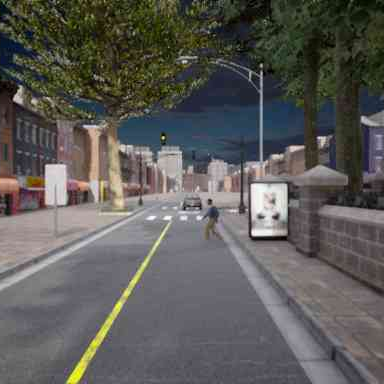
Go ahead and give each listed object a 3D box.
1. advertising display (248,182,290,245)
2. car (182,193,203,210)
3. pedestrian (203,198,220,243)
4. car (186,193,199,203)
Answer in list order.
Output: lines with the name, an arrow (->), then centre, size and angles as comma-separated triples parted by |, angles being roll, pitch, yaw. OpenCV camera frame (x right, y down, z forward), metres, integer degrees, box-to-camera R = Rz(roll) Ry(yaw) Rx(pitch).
advertising display -> 2.995, 0.828, 12.991 | 1.540, 2.440, 0.280 | -1, 0, 0
car -> 0.058, 0.977, 33.587 | 2.128, 1.511, 4.902 | 0, 1, 0
pedestrian -> 0.771, 1.091, 13.241 | 0.375, 1.860, 0.375 | 1, 0, -10
car -> 0.066, 0.852, 50.852 | 1.895, 1.301, 4.718 | 0, 1, 0
